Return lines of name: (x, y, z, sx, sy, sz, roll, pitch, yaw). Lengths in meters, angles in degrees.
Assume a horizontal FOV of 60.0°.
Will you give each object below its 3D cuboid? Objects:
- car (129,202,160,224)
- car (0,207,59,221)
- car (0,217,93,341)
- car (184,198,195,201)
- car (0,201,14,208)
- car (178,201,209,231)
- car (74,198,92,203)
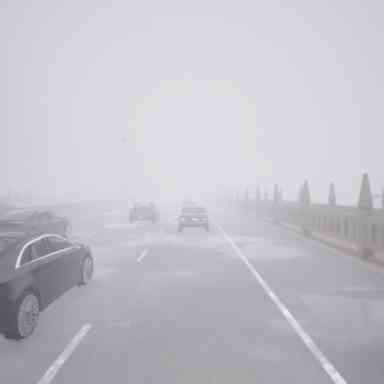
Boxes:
car: (-3.449, 1.492, 24.634, 2.128, 1.511, 4.902, 0, 0, -1)
car: (-6.898, 1.505, 14.604, 1.837, 1.490, 4.892, 0, 0, 0)
car: (-3.400, 1.492, 6.488, 2.128, 1.511, 4.902, 0, 0, 0)
car: (-0.347, 1.526, 42.302, 1.812, 1.442, 4.674, 0, 0, -2)
car: (-17.706, 1.526, 29.875, 1.812, 1.442, 4.674, 0, 0, -1)
car: (0.090, 1.548, 20.753, 2.033, 1.411, 5.357, 0, 0, 0)
car: (-14.550, 1.526, 44.753, 1.812, 1.442, 4.674, 0, 0, -1)
